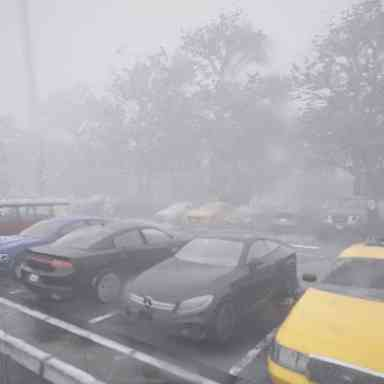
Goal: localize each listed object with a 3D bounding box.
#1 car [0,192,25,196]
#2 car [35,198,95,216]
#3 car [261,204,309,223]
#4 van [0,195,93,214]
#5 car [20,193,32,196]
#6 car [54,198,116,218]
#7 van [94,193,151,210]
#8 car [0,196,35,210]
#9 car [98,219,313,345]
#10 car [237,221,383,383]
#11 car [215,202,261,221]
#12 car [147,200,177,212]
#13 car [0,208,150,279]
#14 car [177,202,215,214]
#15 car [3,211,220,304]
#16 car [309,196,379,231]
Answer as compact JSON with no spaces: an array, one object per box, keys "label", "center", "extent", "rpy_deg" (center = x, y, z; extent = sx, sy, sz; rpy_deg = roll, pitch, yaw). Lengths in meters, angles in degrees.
[{"label":"car","center":[-18.899,1.045,37.000],"extent":[2.435,2.045,5.566],"rpy_deg":[1,1,36]},{"label":"car","center":[-12.133,1.378,32.085],"extent":[2.097,1.535,5.008],"rpy_deg":[0,0,36]},{"label":"car","center":[6.064,1.519,19.021],"extent":[2.163,1.488,4.792],"rpy_deg":[0,0,36]},{"label":"van","center":[-6.020,1.239,11.714],"extent":[1.878,1.987,4.442],"rpy_deg":[0,0,36]},{"label":"car","center":[-14.371,1.234,33.742],"extent":[2.185,1.767,4.553],"rpy_deg":[1,0,36]},{"label":"car","center":[-9.661,1.390,30.540],"extent":[1.946,1.575,5.366],"rpy_deg":[0,0,36]},{"label":"van","center":[-5.317,1.196,27.039],"extent":[1.878,1.987,4.442],"rpy_deg":[0,0,36]},{"label":"car","center":[-21.179,1.252,38.613],"extent":[2.097,1.535,5.008],"rpy_deg":[1,1,36]},{"label":"car","center":[0.688,1.544,6.742],"extent":[2.002,1.452,4.674],"rpy_deg":[0,0,36]},{"label":"car","center":[2.837,1.513,4.963],"extent":[1.946,1.575,5.366],"rpy_deg":[0,0,36]},{"label":"car","center":[3.793,1.478,20.629],"extent":[2.231,1.521,4.892],"rpy_deg":[0,0,36]},{"label":"car","center":[-0.729,1.490,23.882],"extent":[2.002,1.452,4.674],"rpy_deg":[0,0,36]},{"label":"car","center":[-3.827,1.478,9.997],"extent":[2.097,1.535,5.008],"rpy_deg":[0,0,36]},{"label":"car","center":[1.533,1.464,22.256],"extent":[2.097,1.535,5.008],"rpy_deg":[0,0,36]},{"label":"car","center":[-1.575,1.491,8.362],"extent":[2.097,1.535,5.008],"rpy_deg":[0,0,36]},{"label":"car","center":[8.294,1.252,17.345],"extent":[2.435,2.045,5.566],"rpy_deg":[0,0,36]}]
